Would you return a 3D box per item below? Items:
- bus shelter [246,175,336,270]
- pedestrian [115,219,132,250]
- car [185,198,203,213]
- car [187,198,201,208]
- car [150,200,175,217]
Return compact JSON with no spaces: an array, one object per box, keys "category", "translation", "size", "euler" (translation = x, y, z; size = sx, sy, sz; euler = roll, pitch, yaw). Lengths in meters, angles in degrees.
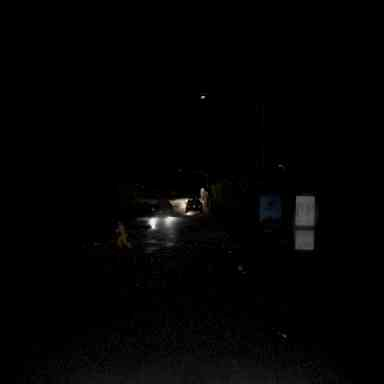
[{"category":"bus shelter","translation":[3.196,0.869,11.617],"size":[1.920,2.740,3.880],"euler":[1,1,0]},{"category":"pedestrian","translation":[-2.598,1.567,12.624],"size":[0.375,1.300,0.375],"euler":[-1,1,-10]},{"category":"car","translation":[0.243,1.507,36.129],"size":[2.033,1.411,5.357],"euler":[0,0,1]},{"category":"car","translation":[0.262,1.543,46.736],"size":[1.895,1.301,4.718],"euler":[0,0,1]},{"category":"car","translation":[-2.715,1.494,31.087],"size":[1.812,1.442,4.674],"euler":[0,0,0]}]
